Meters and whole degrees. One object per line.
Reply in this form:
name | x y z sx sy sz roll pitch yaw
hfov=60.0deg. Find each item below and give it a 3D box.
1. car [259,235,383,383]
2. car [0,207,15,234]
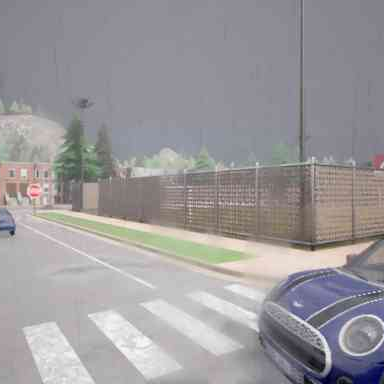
car | 3.200 1.353 4.384 4.553 1.767 2.097 0 0 -15
car | -10.943 1.532 18.271 2.033 1.411 5.357 0 0 -34
